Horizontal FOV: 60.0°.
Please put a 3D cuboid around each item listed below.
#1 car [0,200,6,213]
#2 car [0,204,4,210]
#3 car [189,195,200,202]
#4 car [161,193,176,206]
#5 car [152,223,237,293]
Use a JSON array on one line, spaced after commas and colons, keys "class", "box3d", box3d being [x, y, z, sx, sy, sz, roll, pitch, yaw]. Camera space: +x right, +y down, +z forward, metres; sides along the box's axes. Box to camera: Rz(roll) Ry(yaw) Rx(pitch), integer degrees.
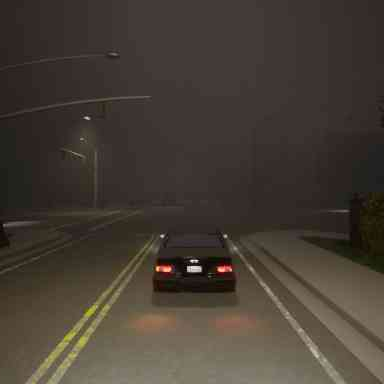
[{"class": "car", "box3d": [-24.290, 1.722, 38.396, 4.674, 1.442, 1.812, -1, 0, 0]}, {"class": "car", "box3d": [-16.713, 1.612, 24.318, 4.892, 1.490, 1.837, -1, 0, -1]}, {"class": "car", "box3d": [0.535, 1.527, 79.015, 2.033, 1.411, 5.357, 0, 0, 12]}, {"class": "car", "box3d": [-3.733, 1.222, 54.017, 2.150, 2.045, 5.566, 0, 0, 0]}, {"class": "car", "box3d": [0.051, 1.547, 8.984, 2.033, 1.411, 5.357, 0, 0, 0]}]
